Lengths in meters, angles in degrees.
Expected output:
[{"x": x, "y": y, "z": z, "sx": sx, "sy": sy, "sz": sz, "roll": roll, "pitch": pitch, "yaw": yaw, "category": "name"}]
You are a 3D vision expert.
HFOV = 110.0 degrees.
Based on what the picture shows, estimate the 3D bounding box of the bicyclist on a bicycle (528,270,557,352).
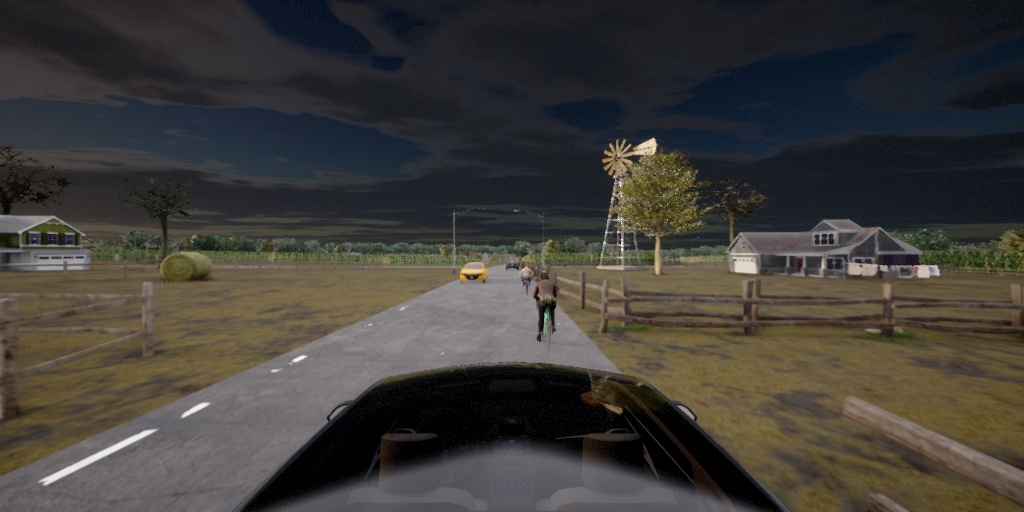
[{"x": 0.752, "y": 1.201, "z": 7.955, "sx": 0.582, "sy": 1.620, "sz": 1.656, "roll": 0, "pitch": 0, "yaw": 0, "category": "bicyclist on a bicycle"}]

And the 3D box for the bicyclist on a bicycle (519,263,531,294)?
[{"x": 0.766, "y": 1.193, "z": 19.058, "sx": 0.866, "sy": 1.612, "sz": 1.509, "roll": 0, "pitch": 0, "yaw": 0, "category": "bicyclist on a bicycle"}]

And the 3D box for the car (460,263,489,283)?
[{"x": -2.881, "y": 1.256, "z": 28.112, "sx": 1.882, "sy": 1.535, "sz": 5.008, "roll": 0, "pitch": 0, "yaw": 0, "category": "car"}]

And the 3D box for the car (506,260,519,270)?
[{"x": 0.042, "y": 1.375, "z": 59.496, "sx": 2.097, "sy": 1.767, "sz": 4.553, "roll": 0, "pitch": -1, "yaw": -1, "category": "car"}]
